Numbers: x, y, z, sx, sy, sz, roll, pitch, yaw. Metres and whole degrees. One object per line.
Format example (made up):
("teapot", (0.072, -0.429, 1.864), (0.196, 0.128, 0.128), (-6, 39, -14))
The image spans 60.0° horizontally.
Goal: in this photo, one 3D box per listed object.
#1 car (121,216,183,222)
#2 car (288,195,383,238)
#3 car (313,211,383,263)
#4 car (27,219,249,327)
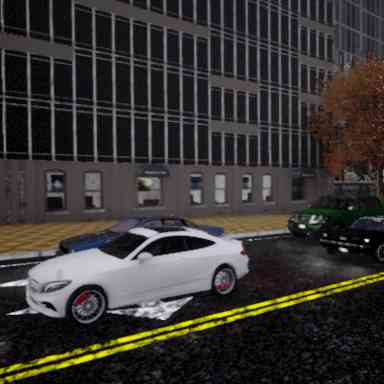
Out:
("car", (-1.351, 1.475, 10.547), (5.357, 1.411, 2.033), (0, 0, -33))
("car", (7.160, 1.167, 16.140), (5.566, 2.045, 2.150), (0, 0, -33))
("car", (6.751, 1.568, 11.987), (4.718, 1.301, 1.895), (0, 0, -33))
("car", (-0.867, 1.477, 6.998), (4.674, 1.442, 1.812), (0, 0, -33))
